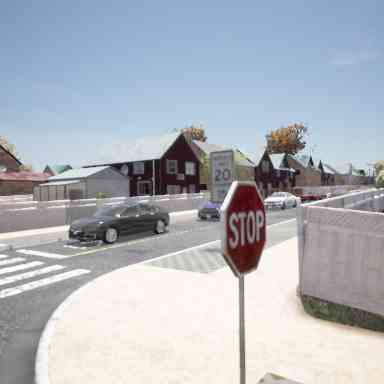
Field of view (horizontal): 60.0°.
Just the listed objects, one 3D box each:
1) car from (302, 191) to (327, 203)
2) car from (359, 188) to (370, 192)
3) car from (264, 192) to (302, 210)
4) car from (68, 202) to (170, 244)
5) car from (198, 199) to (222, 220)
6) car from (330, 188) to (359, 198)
[{"bbox_3d":[13.924,0.537,38.173,1.895,1.301,4.718,-1,1,36],"label":"car"},{"bbox_3d":[25.872,0.040,50.004,1.895,1.301,4.718,-1,1,35],"label":"car"},{"bbox_3d":[7.954,0.737,29.809,1.812,1.442,4.674,-1,1,36],"label":"car"},{"bbox_3d":[-2.968,1.224,14.404,1.837,1.490,4.892,-1,1,35],"label":"car"},{"bbox_3d":[2.280,0.826,21.813,2.097,1.767,4.553,-1,1,35],"label":"car"},{"bbox_3d":[16.970,0.391,37.441,2.033,1.411,5.357,-1,1,35],"label":"car"}]
